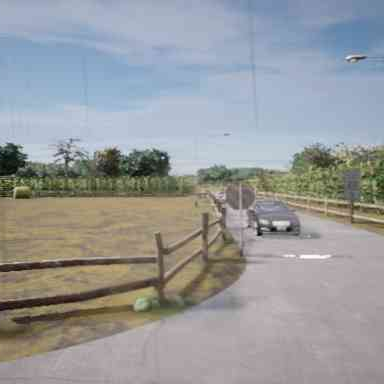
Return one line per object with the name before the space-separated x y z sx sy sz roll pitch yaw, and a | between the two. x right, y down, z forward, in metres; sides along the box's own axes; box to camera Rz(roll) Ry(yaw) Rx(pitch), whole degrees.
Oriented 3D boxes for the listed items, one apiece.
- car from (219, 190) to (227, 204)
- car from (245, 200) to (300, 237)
car | 4.539 0.481 41.504 2.097 1.767 4.553 0 1 2
car | 3.676 1.146 15.790 2.128 1.511 4.902 0 1 2
